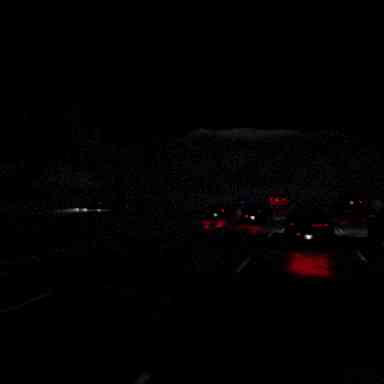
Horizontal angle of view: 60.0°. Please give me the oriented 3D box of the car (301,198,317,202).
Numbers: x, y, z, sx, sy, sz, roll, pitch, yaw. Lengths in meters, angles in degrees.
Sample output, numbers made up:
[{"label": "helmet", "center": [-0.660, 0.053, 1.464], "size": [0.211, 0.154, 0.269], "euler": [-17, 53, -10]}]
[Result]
[{"label": "car", "center": [11.283, 1.354, 32.018], "size": [2.128, 1.511, 4.902], "euler": [0, 0, 19]}]

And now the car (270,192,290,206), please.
[{"label": "car", "center": [10.849, 1.078, 41.317], "size": [2.150, 2.045, 5.566], "euler": [0, -1, 19]}]

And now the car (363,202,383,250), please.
[{"label": "car", "center": [8.416, 1.362, 13.366], "size": [1.882, 1.535, 5.008], "euler": [0, 0, 19]}]

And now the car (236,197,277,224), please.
[{"label": "car", "center": [4.803, 1.399, 24.168], "size": [1.837, 1.490, 4.892], "euler": [0, 0, 19]}]

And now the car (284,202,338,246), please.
[{"label": "car", "center": [5.181, 1.402, 14.715], "size": [1.837, 1.490, 4.892], "euler": [0, 0, 19]}]

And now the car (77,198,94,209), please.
[{"label": "car", "center": [-13.763, 1.554, 45.487], "size": [1.994, 1.385, 4.181], "euler": [0, 0, 19]}]

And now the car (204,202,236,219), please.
[{"label": "car", "center": [2.606, 1.504, 28.460], "size": [1.895, 1.301, 4.718], "euler": [0, 0, 19]}]

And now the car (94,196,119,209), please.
[{"label": "car", "center": [-10.452, 1.324, 44.354], "size": [2.097, 1.767, 4.553], "euler": [0, 0, 19]}]

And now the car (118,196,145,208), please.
[{"label": "car", "center": [-7.160, 1.506, 43.162], "size": [1.837, 1.490, 4.892], "euler": [0, 0, 19]}]

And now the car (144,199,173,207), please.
[{"label": "car", "center": [-3.859, 1.539, 41.999], "size": [1.994, 1.385, 4.181], "euler": [0, 0, 19]}]

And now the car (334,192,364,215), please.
[{"label": "car", "center": [14.767, 1.064, 31.377], "size": [2.150, 2.045, 5.566], "euler": [0, -1, 19]}]
